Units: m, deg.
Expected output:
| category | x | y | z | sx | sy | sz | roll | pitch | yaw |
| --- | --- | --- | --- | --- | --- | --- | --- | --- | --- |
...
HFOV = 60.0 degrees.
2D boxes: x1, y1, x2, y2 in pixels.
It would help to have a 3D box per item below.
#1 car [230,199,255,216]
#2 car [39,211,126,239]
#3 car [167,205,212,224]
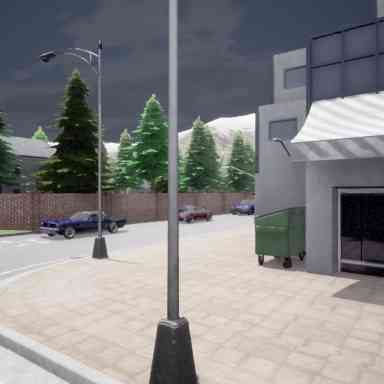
| category | x | y | z | sx | sy | sz | roll | pitch | yaw |
| --- | --- | --- | --- | --- | --- | --- | --- | --- | --- |
| car | 5.901 | 1.529 | 35.134 | 2.097 | 1.767 | 4.553 | 0 | 0 | 37 |
| car | -6.100 | 1.777 | 18.949 | 1.895 | 1.301 | 4.718 | 0 | 0 | 37 |
| car | -0.118 | 1.740 | 27.015 | 1.994 | 1.385 | 4.181 | 0 | 0 | 37 |
